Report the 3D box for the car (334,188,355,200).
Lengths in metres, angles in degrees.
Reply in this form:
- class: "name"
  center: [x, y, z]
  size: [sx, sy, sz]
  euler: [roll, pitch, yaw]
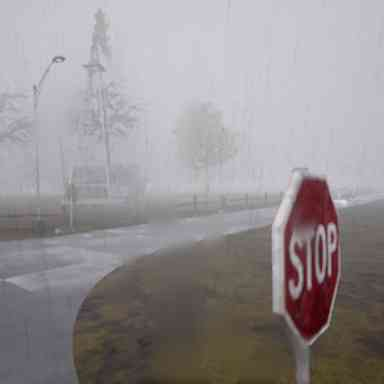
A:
- class: "car"
  center: [21.003, 0.232, 45.818]
  size: [2.128, 1.511, 4.902]
  euler: [-1, 1, 39]
